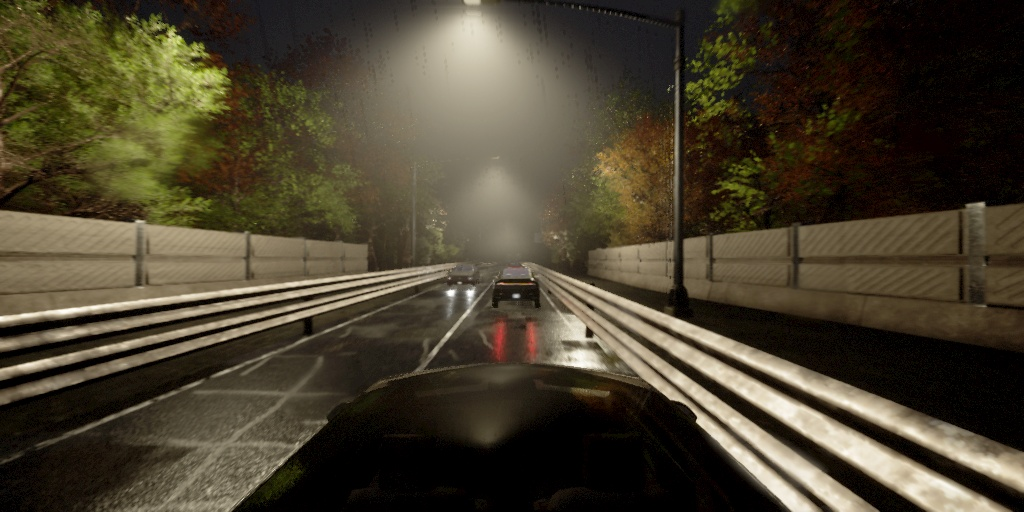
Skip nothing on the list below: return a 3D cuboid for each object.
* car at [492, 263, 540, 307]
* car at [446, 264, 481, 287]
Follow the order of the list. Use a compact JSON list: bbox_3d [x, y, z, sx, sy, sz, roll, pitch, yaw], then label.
[{"bbox_3d":[0.170,1.247,15.503,2.128,1.511,4.902,0,0,0],"label":"car"},{"bbox_3d":[-3.220,1.287,24.864,2.033,1.411,5.357,0,0,0],"label":"car"}]
